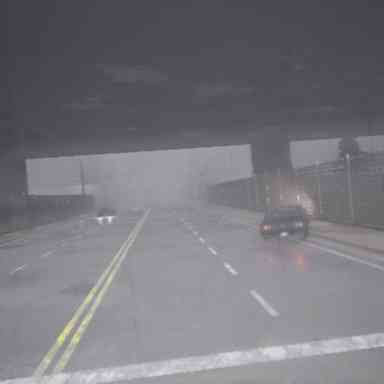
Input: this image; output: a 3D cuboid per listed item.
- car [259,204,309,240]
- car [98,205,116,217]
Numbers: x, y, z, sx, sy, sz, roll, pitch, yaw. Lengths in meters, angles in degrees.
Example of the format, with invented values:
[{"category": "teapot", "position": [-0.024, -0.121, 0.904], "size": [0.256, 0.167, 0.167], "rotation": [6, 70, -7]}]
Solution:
[{"category": "car", "position": [4.224, 1.251, 15.095], "size": [1.895, 1.301, 4.718], "rotation": [-8, 0, 18]}, {"category": "car", "position": [-11.275, 2.505, 44.331], "size": [1.994, 1.385, 4.181], "rotation": [-5, 0, -6]}]
